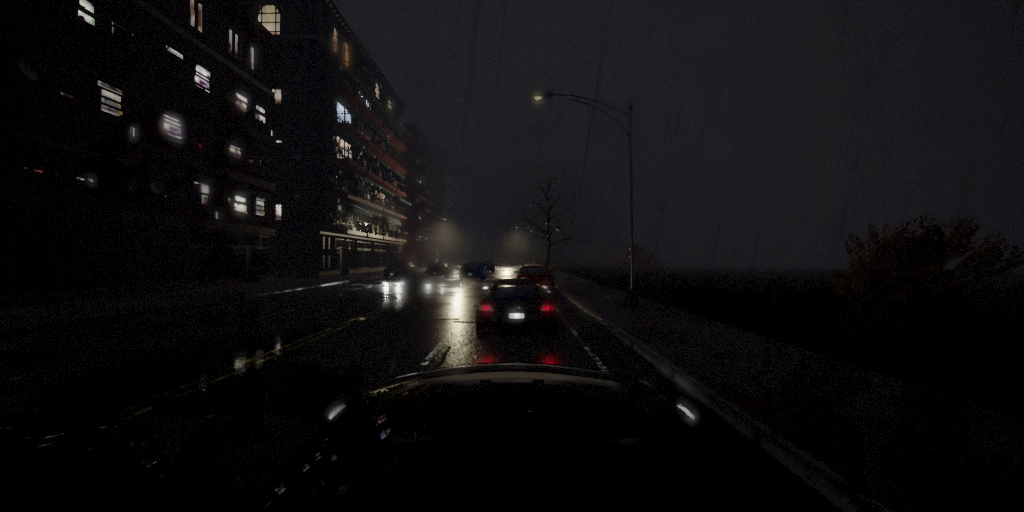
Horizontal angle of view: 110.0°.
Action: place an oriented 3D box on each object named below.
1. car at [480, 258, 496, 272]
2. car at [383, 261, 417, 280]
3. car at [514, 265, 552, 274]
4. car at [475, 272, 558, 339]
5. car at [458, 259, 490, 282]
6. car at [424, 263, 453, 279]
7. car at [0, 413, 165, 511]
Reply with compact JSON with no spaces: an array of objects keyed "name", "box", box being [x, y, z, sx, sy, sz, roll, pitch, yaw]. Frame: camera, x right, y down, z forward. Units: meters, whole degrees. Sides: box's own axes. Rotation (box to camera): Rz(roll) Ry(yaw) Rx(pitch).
[{"name":"car","box":[-3.112,1.229,44.558,1.882,1.535,5.008,0,0,0]},{"name":"car","box":[-9.825,1.244,31.727,2.128,1.511,4.902,0,0,0]},{"name":"car","box":[1.152,1.230,18.981,1.882,1.535,5.008,0,0,0]},{"name":"car","box":[0.108,1.315,10.061,1.994,1.385,4.181,0,0,0]},{"name":"car","box":[-3.126,1.230,29.539,1.882,1.535,5.008,0,0,0]},{"name":"car","box":[-6.574,1.316,32.477,1.994,1.385,4.181,0,0,0]},{"name":"car","box":[-3.153,1.240,0.270,2.128,1.511,4.902,0,0,0]}]
